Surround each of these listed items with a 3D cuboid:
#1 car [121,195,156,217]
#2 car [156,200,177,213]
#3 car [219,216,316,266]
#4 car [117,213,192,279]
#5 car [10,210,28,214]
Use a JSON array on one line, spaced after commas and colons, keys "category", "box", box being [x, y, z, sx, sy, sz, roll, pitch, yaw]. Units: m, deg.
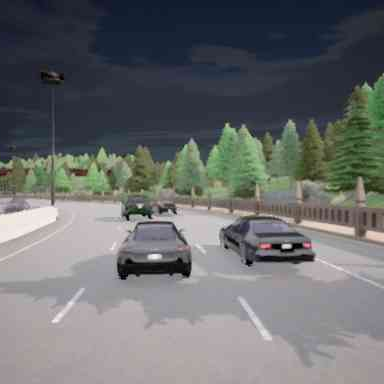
[{"category": "car", "box": [-4.897, 1.269, 29.046, 2.150, 2.045, 5.566, 0, 0, -17]}, {"category": "car", "box": [-2.924, 1.549, 34.176, 1.837, 1.490, 4.892, 0, 0, -19]}, {"category": "car", "box": [2.313, 1.548, 11.649, 2.033, 1.411, 5.357, 0, 0, -7]}, {"category": "car", "box": [-1.122, 1.578, 10.239, 1.994, 1.385, 4.181, 0, 0, -6]}, {"category": "car", "box": [-18.772, 1.466, 35.973, 2.097, 1.767, 4.553, 0, 0, -24]}]
